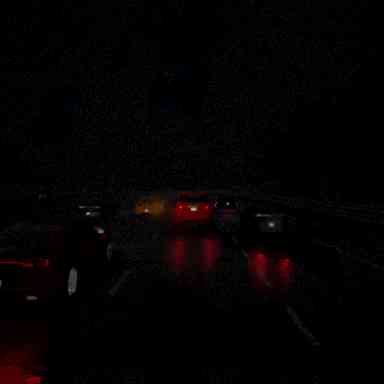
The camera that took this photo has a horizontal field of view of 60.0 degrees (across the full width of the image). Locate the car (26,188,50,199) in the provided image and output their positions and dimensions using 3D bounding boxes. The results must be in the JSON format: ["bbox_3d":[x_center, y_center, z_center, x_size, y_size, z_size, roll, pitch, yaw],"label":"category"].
[{"bbox_3d":[-27.686,0.348,60.039,2.150,2.045,5.566,0,1,1],"label":"car"}]

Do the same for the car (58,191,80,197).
[{"bbox_3d":[-17.315,0.807,46.471,1.837,1.490,4.892,0,1,1],"label":"car"}]

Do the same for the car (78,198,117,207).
[{"bbox_3d":[-6.774,1.165,24.138,2.128,1.511,4.902,0,1,0],"label":"car"}]

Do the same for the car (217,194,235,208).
[{"bbox_3d":[3.799,0.951,37.721,1.837,1.490,4.892,0,1,0],"label":"car"}]

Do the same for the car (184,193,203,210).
[{"bbox_3d":[0.190,0.958,35.806,1.882,1.535,5.008,0,1,0],"label":"car"}]

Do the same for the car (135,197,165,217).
[{"bbox_3d":[-3.261,1.115,26.414,1.882,1.535,5.008,0,1,0],"label":"car"}]

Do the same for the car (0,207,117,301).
[{"bbox_3d":[-3.360,1.378,8.171,1.882,1.535,5.008,0,1,0],"label":"car"}]

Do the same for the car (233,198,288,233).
[{"bbox_3d":[3.692,1.258,17.797,2.128,1.511,4.902,0,1,0],"label":"car"}]

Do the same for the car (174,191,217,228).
[{"bbox_3d":[0.106,0.956,20.128,2.150,2.045,5.566,0,1,0],"label":"car"}]

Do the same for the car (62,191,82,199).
[{"bbox_3d":[-24.143,0.580,67.154,2.128,1.511,4.902,0,0,0],"label":"car"}]

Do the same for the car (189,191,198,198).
[{"bbox_3d":[0.399,0.495,74.781,1.882,1.535,5.008,0,0,0],"label":"car"}]

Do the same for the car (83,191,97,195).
[{"bbox_3d":[-20.640,0.589,67.552,2.033,1.411,5.357,0,0,0],"label":"car"}]
